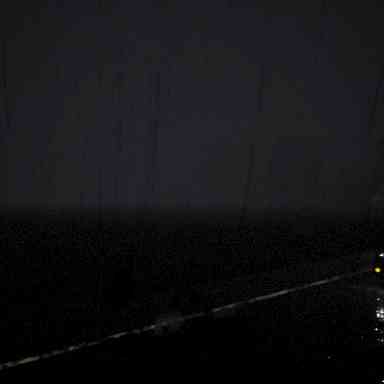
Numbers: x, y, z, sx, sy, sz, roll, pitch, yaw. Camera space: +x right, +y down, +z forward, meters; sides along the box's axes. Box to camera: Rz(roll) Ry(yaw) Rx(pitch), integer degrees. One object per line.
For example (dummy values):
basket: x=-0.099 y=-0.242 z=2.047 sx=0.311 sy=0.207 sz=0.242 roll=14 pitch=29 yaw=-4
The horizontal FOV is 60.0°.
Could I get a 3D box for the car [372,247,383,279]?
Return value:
car: x=6.542 y=1.583 z=8.659 sx=4.181 sy=1.385 sz=1.994 roll=0 pitch=0 yaw=-35
